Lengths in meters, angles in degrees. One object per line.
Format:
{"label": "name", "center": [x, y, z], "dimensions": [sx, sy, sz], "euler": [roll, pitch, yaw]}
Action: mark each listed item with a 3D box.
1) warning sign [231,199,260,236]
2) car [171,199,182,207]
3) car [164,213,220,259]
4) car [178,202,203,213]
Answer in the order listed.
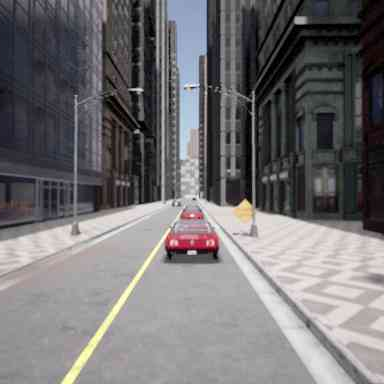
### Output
{"label": "warning sign", "center": [2.723, 1.293, 17.121], "dimensions": [1.300, 1.860, 1.060], "euler": [0, -1, 0]}
{"label": "car", "center": [-2.999, 2.184, 65.512], "dimensions": [2.128, 1.511, 4.902], "euler": [0, -1, 0]}
{"label": "car", "center": [0.018, 1.738, 13.240], "dimensions": [1.895, 1.301, 4.718], "euler": [0, -1, 0]}
{"label": "car", "center": [0.028, 1.859, 28.496], "dimensions": [1.994, 1.385, 4.181], "euler": [0, -1, 0]}
